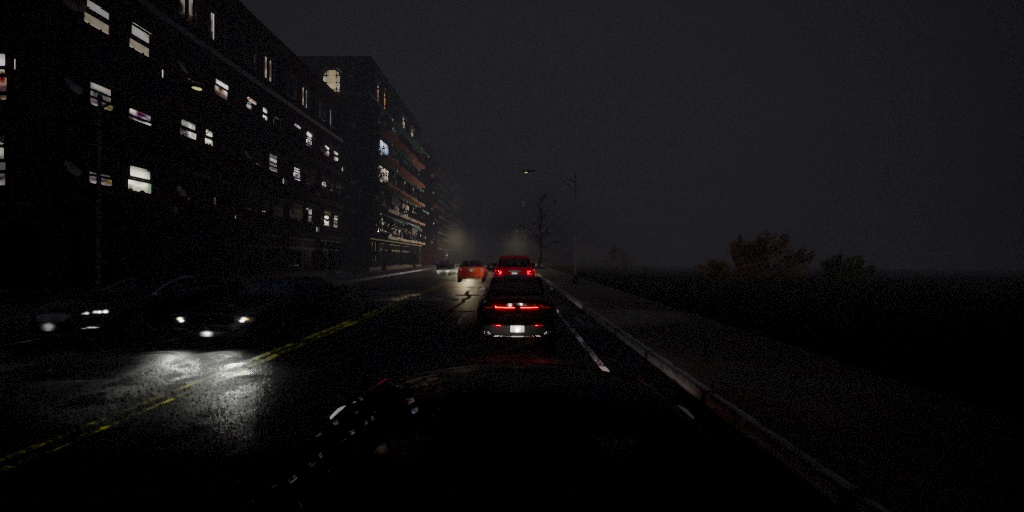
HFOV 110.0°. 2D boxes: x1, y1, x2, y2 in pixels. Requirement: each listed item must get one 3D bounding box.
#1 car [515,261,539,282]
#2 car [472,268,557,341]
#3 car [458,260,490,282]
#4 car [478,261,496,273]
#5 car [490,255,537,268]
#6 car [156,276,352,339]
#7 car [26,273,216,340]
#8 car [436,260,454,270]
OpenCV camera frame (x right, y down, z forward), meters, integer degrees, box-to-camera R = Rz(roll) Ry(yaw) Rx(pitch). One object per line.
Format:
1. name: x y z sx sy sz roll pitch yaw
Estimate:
1. car: 1.177 1.209 30.568 1.801 1.575 5.366 0 0 0
2. car: 0.113 1.256 9.814 1.837 1.490 4.892 0 0 0
3. car: -3.107 1.105 28.967 2.097 1.767 4.553 0 0 -2
4. car: -3.090 1.354 45.458 1.895 1.301 4.718 0 0 0
5. car: 0.125 0.975 20.161 2.150 2.045 5.566 0 0 0
6. car: -6.587 1.299 10.400 2.033 1.411 5.357 0 0 0
7. car: -9.838 1.243 10.058 2.128 1.511 4.902 0 0 0
8. car: -9.778 1.300 52.788 2.033 1.411 5.357 0 0 0
